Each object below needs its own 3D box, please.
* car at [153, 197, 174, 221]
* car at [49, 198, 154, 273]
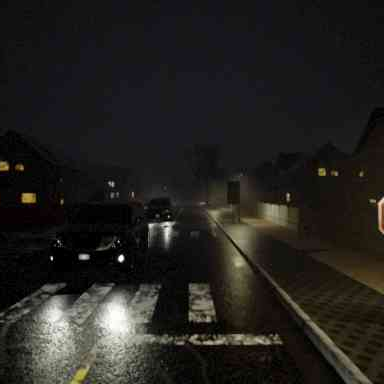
[{"bbox_3d":[-2.811,1.509,29.777,2.150,2.045,5.566,0,2,0],"label":"car"},{"bbox_3d":[-2.769,1.325,11.287,2.150,2.045,5.566,0,0,0],"label":"car"}]
